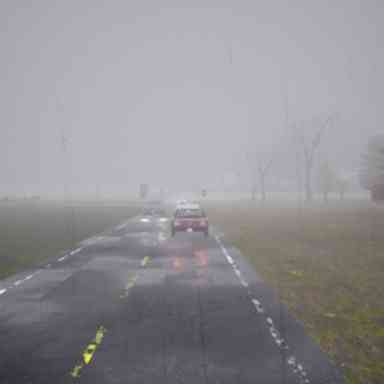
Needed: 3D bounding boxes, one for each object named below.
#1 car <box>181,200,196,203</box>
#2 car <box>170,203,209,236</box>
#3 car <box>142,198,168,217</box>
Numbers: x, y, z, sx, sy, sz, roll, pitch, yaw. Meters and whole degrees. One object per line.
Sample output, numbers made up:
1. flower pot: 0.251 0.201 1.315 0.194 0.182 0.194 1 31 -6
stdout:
1. car: -0.353 1.438 33.560 1.895 1.301 4.718 0 0 -1
2. car: -0.137 1.517 17.968 1.895 1.301 4.718 0 0 -1
3. car: -3.223 1.362 29.460 1.837 1.490 4.892 0 0 -1
